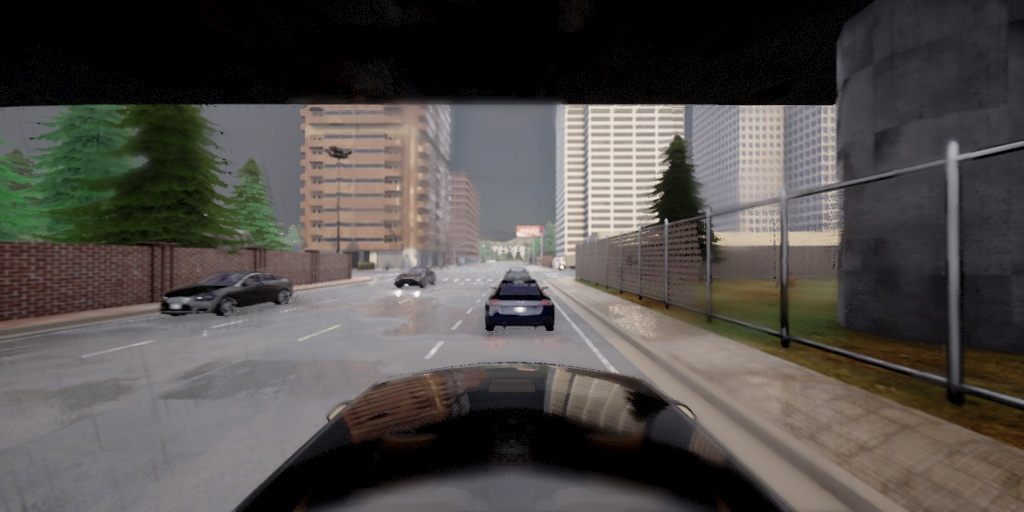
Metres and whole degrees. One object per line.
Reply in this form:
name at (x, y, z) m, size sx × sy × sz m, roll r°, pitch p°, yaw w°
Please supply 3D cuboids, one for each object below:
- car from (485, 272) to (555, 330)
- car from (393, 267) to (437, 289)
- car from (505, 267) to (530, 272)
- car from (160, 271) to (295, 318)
car at (0.229, 1.397, 11.456) m, size 1.994 × 1.385 × 4.181 m, roll 0°, pitch 0°, yaw 1°
car at (-6.716, 1.496, 25.625) m, size 2.033 × 1.411 × 5.357 m, roll 0°, pitch -1°, yaw 1°
car at (0.397, 1.522, 26.317) m, size 1.994 × 1.385 × 4.181 m, roll 0°, pitch 0°, yaw 1°
car at (-10.450, 1.337, 13.641) m, size 2.128 × 1.511 × 4.902 m, roll 0°, pitch -1°, yaw 1°
